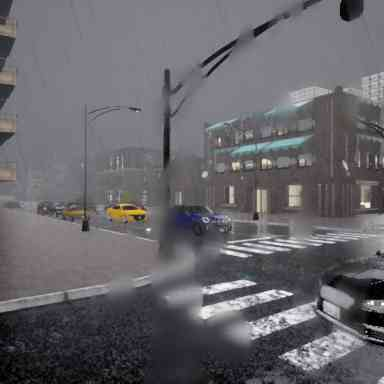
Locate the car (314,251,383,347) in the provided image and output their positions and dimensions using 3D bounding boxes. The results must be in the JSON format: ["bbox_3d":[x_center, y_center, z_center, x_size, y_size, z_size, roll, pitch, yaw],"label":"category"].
[{"bbox_3d":[4.466,1.492,5.524,4.902,1.511,2.128,0,0,-13],"label":"car"}]

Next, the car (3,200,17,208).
[{"bbox_3d":[-37.218,2.452,67.941,2.008,1.369,4.403,-1,0,-36],"label":"car"}]

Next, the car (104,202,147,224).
[{"bbox_3d":[-5.522,1.768,28.035,1.882,1.535,5.008,0,-1,-35],"label":"car"}]

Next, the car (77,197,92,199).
[{"bbox_3d":[-18.717,1.913,57.190,2.150,2.045,5.566,0,-1,-36],"label":"car"}]

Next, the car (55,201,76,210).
[{"bbox_3d":[-20.920,2.218,54.929,2.033,1.411,5.357,0,-1,-36],"label":"car"}]

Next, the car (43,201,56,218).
[{"bbox_3d":[-14.139,1.968,35.591,2.008,1.369,4.403,-1,0,-36],"label":"car"}]

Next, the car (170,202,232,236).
[{"bbox_3d":[0.299,1.524,19.885,2.097,1.767,4.553,0,-1,-36],"label":"car"}]

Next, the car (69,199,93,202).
[{"bbox_3d":[-13.487,1.958,39.213,1.837,1.490,4.892,0,0,-35],"label":"car"}]

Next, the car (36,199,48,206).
[{"bbox_3d":[-37.079,2.589,82.166,1.752,1.417,4.829,-1,0,-36],"label":"car"}]

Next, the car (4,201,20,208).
[{"bbox_3d":[-33.918,2.376,63.321,1.887,1.381,4.507,-1,0,-36],"label":"car"}]

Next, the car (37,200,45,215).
[{"bbox_3d":[-17.410,1.926,40.232,1.967,1.590,4.097,-1,0,-36],"label":"car"}]

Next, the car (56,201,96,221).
[{"bbox_3d":[-10.784,1.872,30.802,1.752,1.417,4.829,-1,0,-36],"label":"car"}]

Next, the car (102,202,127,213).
[{"bbox_3d":[-10.585,2.089,45.070,1.802,1.307,4.206,-1,0,-36],"label":"car"}]

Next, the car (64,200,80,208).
[{"bbox_3d":[-22.732,2.296,62.883,1.812,1.442,4.674,0,-1,-36],"label":"car"}]

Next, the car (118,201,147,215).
[{"bbox_3d":[-7.271,1.879,40.464,1.967,1.590,4.097,-1,0,-36],"label":"car"}]
